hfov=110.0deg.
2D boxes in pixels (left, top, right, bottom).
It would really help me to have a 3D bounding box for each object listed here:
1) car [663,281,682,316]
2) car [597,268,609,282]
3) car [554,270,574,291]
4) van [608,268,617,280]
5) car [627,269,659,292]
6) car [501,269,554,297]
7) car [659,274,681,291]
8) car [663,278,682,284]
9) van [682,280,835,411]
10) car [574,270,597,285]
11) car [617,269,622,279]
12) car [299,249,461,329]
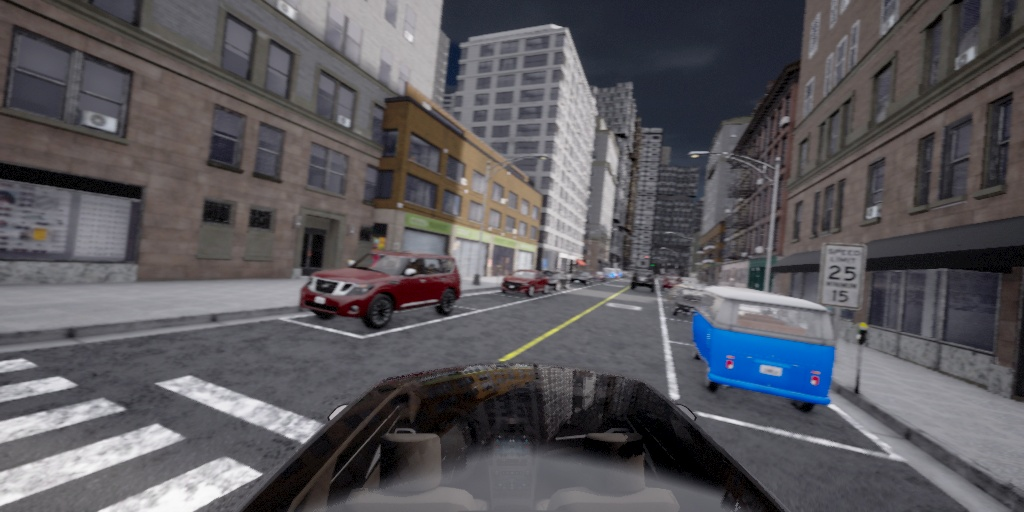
[{"bbox_3d":[8.645,2.215,17.501,2.007,1.370,4.403,0,0,22],"label":"car"},{"bbox_3d":[11.159,2.618,46.705,1.802,1.307,4.207,0,0,22],"label":"car"},{"bbox_3d":[2.848,1.691,25.884,1.948,1.339,4.313,0,0,22],"label":"car"},{"bbox_3d":[15.315,2.829,57.117,1.690,1.789,3.998,0,0,22],"label":"van"},{"bbox_3d":[13.105,2.400,35.721,2.150,2.045,5.566,6,0,22],"label":"car"},{"bbox_3d":[0.770,1.443,20.678,1.888,1.381,4.507,0,0,22],"label":"car"},{"bbox_3d":[16.956,2.890,38.323,2.192,1.841,5.009,0,0,22],"label":"car"},{"bbox_3d":[10.786,2.418,22.865,1.751,1.417,4.829,0,0,22],"label":"car"},{"bbox_3d":[4.490,1.548,7.091,1.690,1.789,3.998,0,0,22],"label":"van"},{"bbox_3d":[7.004,2.147,36.295,1.948,1.339,4.313,0,0,22],"label":"car"},{"bbox_3d":[17.393,3.154,62.323,1.967,1.591,4.097,0,0,22],"label":"car"},{"bbox_3d":[-3.385,0.755,10.267,2.192,1.841,5.009,0,0,22],"label":"car"}]
